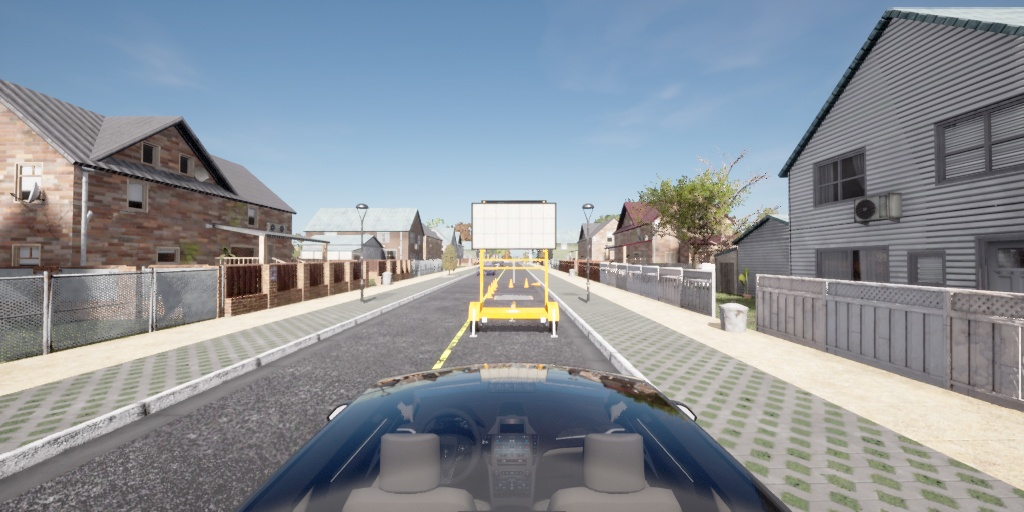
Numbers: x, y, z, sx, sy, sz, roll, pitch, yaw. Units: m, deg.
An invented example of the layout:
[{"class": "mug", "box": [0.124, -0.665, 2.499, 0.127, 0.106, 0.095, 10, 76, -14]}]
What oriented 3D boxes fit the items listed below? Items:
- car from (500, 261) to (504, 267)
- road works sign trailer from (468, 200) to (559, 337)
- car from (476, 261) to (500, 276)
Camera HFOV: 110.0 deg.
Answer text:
[{"class": "car", "box": [-2.451, 1.406, 63.935, 2.128, 1.511, 4.902, 0, 0, 0]}, {"class": "road works sign trailer", "box": [0.057, 0.220, 10.260, 2.380, 3.560, 2.880, 0, 0, 1]}, {"class": "car", "box": [-2.674, 1.361, 38.086, 2.033, 1.411, 5.357, 0, 0, 0]}]
